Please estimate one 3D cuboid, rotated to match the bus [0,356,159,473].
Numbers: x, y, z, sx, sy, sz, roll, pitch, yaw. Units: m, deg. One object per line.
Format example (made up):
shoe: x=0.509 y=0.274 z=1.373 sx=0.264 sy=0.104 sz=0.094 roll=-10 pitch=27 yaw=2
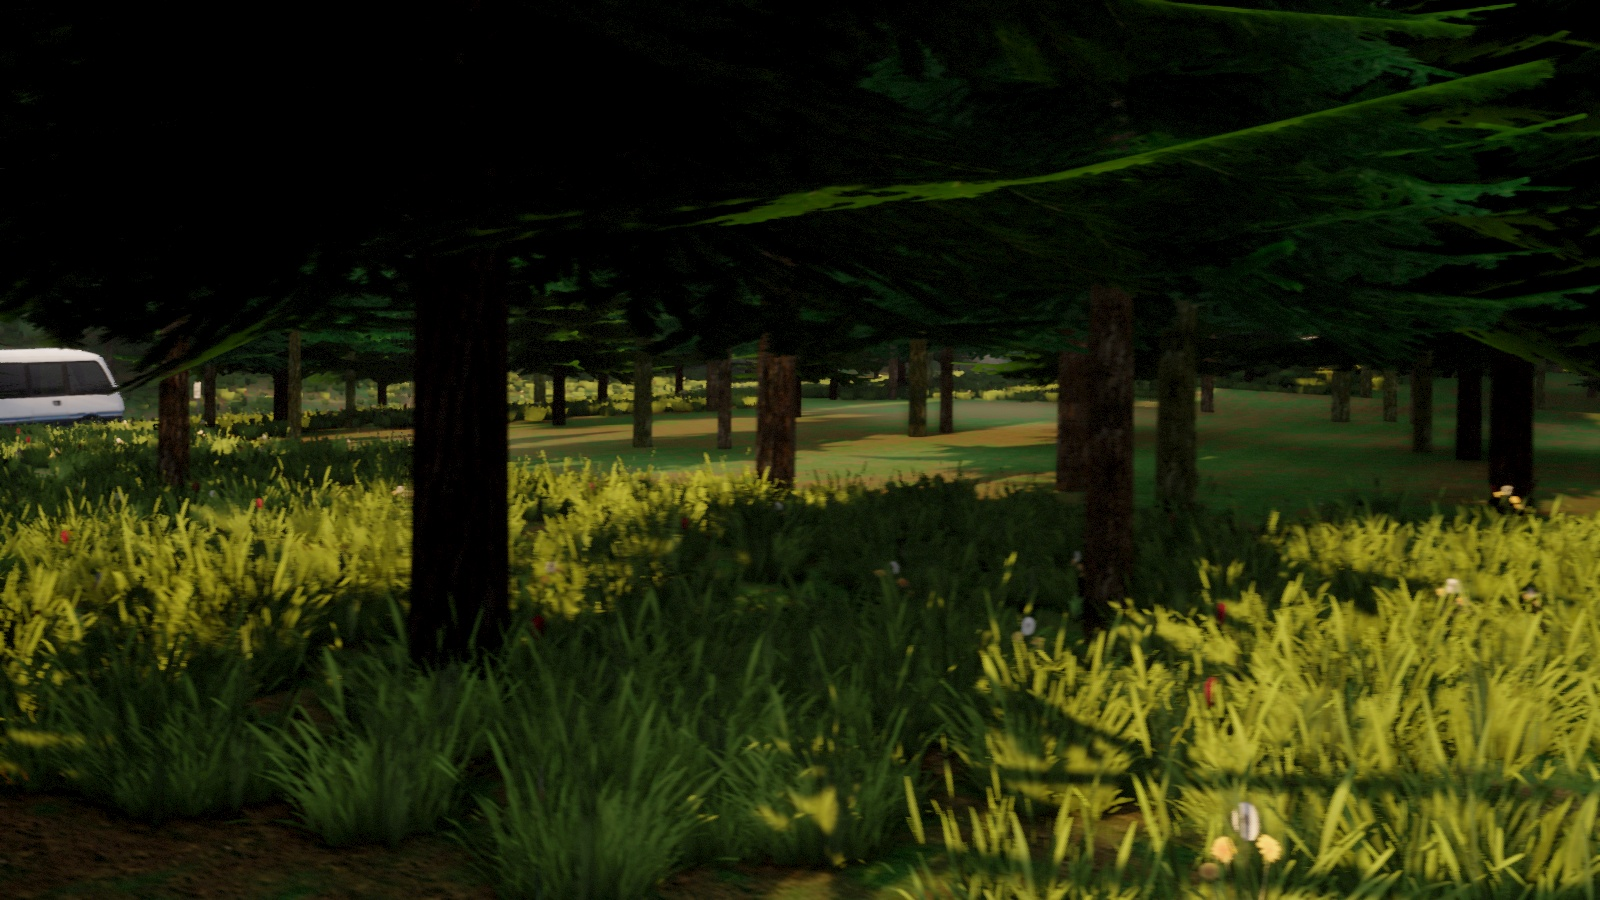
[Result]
bus: x=-32.171 y=-1.303 z=50.545 sx=3.944 sy=4.253 sz=10.273 roll=0 pitch=5 yaw=40
